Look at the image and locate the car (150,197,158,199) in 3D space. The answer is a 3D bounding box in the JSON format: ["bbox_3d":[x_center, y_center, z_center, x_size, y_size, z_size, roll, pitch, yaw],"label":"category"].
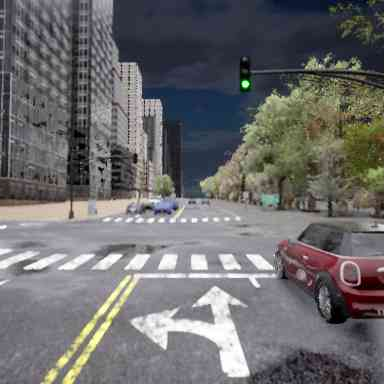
[{"bbox_3d":[-6.564,1.840,59.492,2.150,2.045,5.566,0,-1,1],"label":"car"}]

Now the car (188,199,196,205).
[{"bbox_3d":[-0.009,2.357,79.671,1.812,1.442,4.674,0,-1,0],"label":"car"}]

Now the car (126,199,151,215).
[{"bbox_3d":[-6.600,1.903,39.488,2.128,1.511,4.902,0,-1,0],"label":"car"}]

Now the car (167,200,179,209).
[{"bbox_3d":[-3.312,2.146,59.603,1.812,1.442,4.674,0,-1,0],"label":"car"}]

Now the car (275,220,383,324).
[{"bbox_3d":[3.353,1.422,7.456,2.097,1.767,4.553,0,-1,0],"label":"car"}]

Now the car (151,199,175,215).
[{"bbox_3d":[-3.352,1.887,39.330,1.882,1.535,5.008,0,-1,0],"label":"car"}]

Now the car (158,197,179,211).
[{"bbox_3d":[-3.346,1.734,49.270,2.150,2.045,5.566,0,-1,0],"label":"car"}]

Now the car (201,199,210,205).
[{"bbox_3d":[3.241,2.355,79.420,2.128,1.511,4.902,0,-1,0],"label":"car"}]
